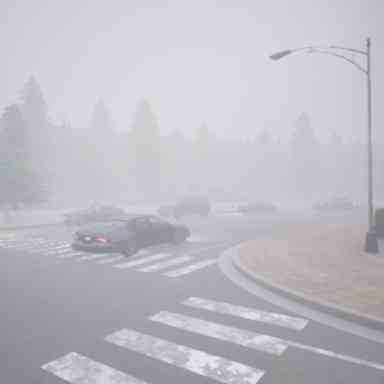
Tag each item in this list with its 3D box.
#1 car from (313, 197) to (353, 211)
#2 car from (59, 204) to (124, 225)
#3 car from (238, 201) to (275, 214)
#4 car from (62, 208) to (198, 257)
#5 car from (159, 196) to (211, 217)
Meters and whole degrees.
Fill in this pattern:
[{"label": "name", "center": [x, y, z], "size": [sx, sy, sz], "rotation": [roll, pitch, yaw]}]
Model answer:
[{"label": "car", "center": [17.147, 1.401, 40.569], "size": [4.553, 1.767, 2.097], "rotation": [0, 0, -10]}, {"label": "car", "center": [-6.966, 1.654, 23.676], "size": [2.128, 1.511, 4.902], "rotation": [-1, 0, 37]}, {"label": "car", "center": [7.198, 1.681, 36.965], "size": [4.181, 1.385, 1.994], "rotation": [0, 0, -27]}, {"label": "car", "center": [-2.175, 1.617, 13.481], "size": [2.033, 1.411, 5.357], "rotation": [-1, 0, 33]}, {"label": "car", "center": [-0.642, 1.375, 31.314], "size": [5.566, 2.045, 2.150], "rotation": [0, 0, -44]}]
